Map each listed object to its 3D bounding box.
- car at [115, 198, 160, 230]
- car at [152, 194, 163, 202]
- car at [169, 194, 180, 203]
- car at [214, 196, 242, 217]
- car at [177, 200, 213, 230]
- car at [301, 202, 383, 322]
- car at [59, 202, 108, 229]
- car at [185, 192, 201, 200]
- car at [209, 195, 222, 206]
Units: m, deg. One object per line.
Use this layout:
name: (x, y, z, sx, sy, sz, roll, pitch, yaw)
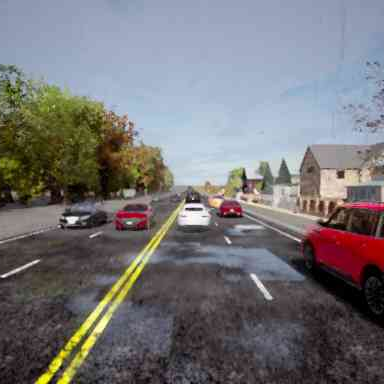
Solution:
car: (-3.334, 1.373, 20.296, 1.882, 1.535, 5.008, 0, 0, 0)
car: (-6.475, 1.159, 62.756, 2.128, 1.511, 4.902, 0, 0, 1)
car: (-3.224, 1.157, 62.711, 1.882, 1.535, 5.008, 0, 0, 1)
car: (3.318, 1.366, 29.821, 1.882, 1.535, 5.008, 0, 0, 0)
car: (0.112, 1.441, 20.230, 1.812, 1.442, 4.674, 0, 0, 0)
car: (4.230, 1.219, 7.334, 2.150, 2.045, 5.566, 0, 0, 0)
car: (-6.585, 1.366, 20.670, 2.128, 1.511, 4.902, 0, 0, 0)
car: (0.132, 1.005, 47.410, 2.150, 2.045, 5.566, 0, 0, 0)
car: (3.300, 1.168, 44.089, 2.097, 1.767, 4.553, 0, 0, 0)
